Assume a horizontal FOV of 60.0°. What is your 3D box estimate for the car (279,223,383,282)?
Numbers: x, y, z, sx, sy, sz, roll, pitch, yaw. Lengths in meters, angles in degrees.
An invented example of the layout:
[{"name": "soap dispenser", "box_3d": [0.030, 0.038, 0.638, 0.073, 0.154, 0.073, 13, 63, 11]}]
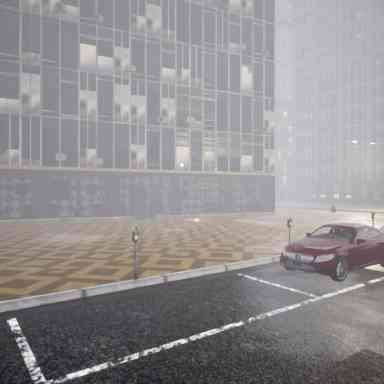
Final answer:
[{"name": "car", "box_3d": [4.383, 1.579, 9.697, 4.206, 1.307, 1.802, 0, 0, -36]}]
